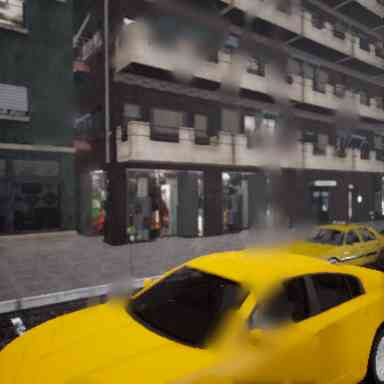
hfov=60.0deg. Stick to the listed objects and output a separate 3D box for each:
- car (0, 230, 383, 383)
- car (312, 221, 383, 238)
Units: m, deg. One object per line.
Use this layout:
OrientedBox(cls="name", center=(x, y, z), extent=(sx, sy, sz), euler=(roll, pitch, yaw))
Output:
OrientedBox(cls="car", center=(0.548, 1.483, 3.771), extent=(5.008, 1.535, 1.882), euler=(0, 0, -36))
OrientedBox(cls="car", center=(4.148, 1.540, 9.639), extent=(4.829, 1.417, 1.752), euler=(0, -1, -36))
